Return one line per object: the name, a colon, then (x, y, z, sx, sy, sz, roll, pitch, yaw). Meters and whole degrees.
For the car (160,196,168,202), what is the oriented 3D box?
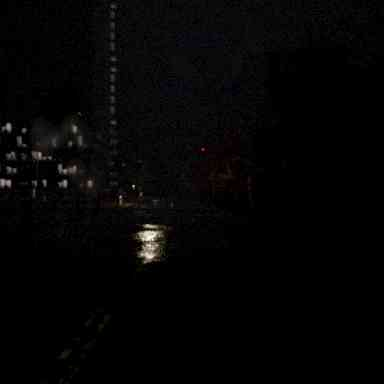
car: (-6.527, 1.660, 77.831, 2.033, 1.411, 5.357, 0, 0, -5)
